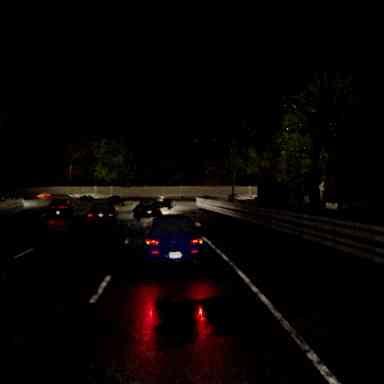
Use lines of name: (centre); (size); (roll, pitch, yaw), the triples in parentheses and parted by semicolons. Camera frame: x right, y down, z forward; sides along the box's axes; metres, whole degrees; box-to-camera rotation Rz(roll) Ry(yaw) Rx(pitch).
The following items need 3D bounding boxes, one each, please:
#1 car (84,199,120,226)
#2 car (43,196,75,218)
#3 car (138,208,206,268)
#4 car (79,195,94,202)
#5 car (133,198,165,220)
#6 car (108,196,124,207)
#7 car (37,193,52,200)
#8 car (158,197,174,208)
car: (-6.100, 1.448, 22.657); (2.033, 1.411, 5.357); (0, 0, -13)
car: (-11.382, 1.385, 28.870); (1.837, 1.490, 4.892); (0, 0, -16)
car: (-0.654, 1.473, 11.013); (1.812, 1.442, 4.674); (0, 0, -5)
car: (-20.062, 1.222, 63.181); (2.128, 1.511, 4.902); (0, 0, -34)
car: (-3.629, 1.442, 26.559); (1.994, 1.385, 4.181); (0, 0, -14)
car: (-10.900, 1.300, 46.839); (1.837, 1.490, 4.892); (0, 1, -25)
car: (-36.537, 1.022, 82.343); (4.553, 1.767, 2.097); (0, 0, 42)
car: (-3.234, 1.307, 39.350); (2.128, 1.511, 4.902); (0, 0, 3)
